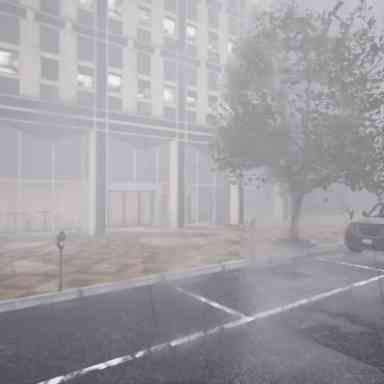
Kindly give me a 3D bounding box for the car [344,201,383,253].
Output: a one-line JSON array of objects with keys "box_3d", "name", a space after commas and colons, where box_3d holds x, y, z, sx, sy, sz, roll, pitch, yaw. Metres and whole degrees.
[{"box_3d": [7.590, 1.225, 11.958, 5.009, 1.841, 2.192, 0, 1, -35], "name": "car"}]
